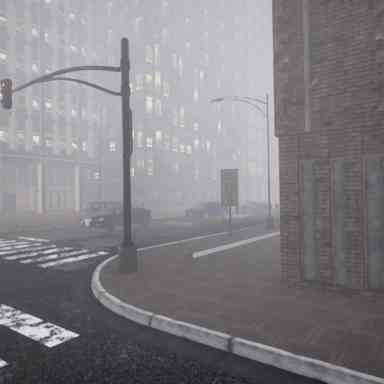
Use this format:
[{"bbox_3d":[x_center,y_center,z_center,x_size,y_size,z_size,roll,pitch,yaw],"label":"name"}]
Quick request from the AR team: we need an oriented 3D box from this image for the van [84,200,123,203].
[{"bbox_3d":[-5.958,1.459,23.442,1.690,1.788,3.998,-2,-1,36],"label":"van"}]

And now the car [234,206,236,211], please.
[{"bbox_3d":[6.873,1.688,41.354,1.752,1.417,4.829,-2,-1,36],"label":"car"}]

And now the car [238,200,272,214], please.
[{"bbox_3d":[7.292,1.706,37.469,1.895,1.301,4.718,-1,-1,36],"label":"car"}]

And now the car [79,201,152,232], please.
[{"bbox_3d":[-4.581,1.557,20.927,2.128,1.511,4.902,-1,-1,34],"label":"car"}]

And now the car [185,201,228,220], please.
[{"bbox_3d":[1.342,1.562,29.178,1.882,1.535,5.008,-1,-1,36],"label":"car"}]
